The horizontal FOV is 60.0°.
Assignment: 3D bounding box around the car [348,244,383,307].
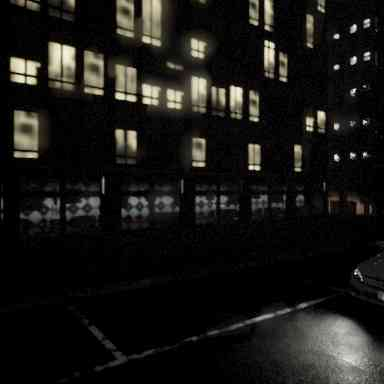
[{"bbox_3d":[5.286,1.573,7.125,4.674,1.442,1.812,0,0,-35],"label":"car"}]
